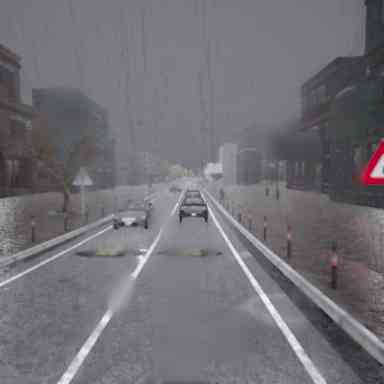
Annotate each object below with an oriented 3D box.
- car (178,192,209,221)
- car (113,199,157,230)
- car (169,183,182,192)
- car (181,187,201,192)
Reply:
[{"bbox_3d":[0.105,1.042,22.447,2.128,1.511,4.902,0,2,0],"label":"car"},{"bbox_3d":[-3.096,1.176,18.638,2.128,1.511,4.902,0,2,0],"label":"car"},{"bbox_3d":[-3.022,-0.884,61.302,2.097,1.767,4.553,0,2,1],"label":"car"},{"bbox_3d":[0.108,0.174,40.741,2.128,1.511,4.902,0,3,0],"label":"car"}]
